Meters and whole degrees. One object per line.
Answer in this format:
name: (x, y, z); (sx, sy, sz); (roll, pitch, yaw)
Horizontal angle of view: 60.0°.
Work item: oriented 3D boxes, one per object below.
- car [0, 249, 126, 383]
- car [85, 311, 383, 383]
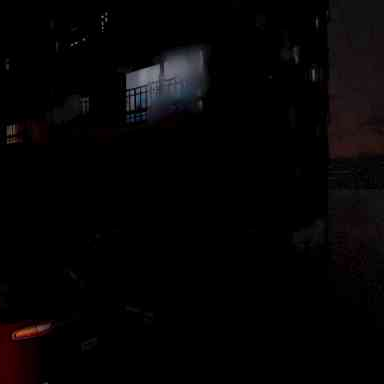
car: (-2.951, 1.545, 4.973); (4.507, 1.381, 1.887); (0, 0, 35)
car: (1.642, 1.566, 1.706); (4.313, 1.339, 1.947); (0, 0, 35)
